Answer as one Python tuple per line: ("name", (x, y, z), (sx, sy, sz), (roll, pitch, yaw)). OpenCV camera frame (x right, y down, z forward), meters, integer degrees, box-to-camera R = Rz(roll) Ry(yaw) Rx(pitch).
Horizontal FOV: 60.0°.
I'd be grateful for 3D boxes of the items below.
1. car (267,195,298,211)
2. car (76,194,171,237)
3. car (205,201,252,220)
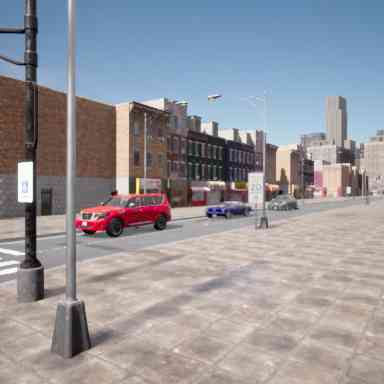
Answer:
("car", (10.034, 1.127, 36.645), (2.097, 1.767, 4.553), (0, 0, 36))
("car", (-3.415, 1.118, 17.795), (2.150, 2.045, 5.566), (0, 0, 35))
("car", (2.966, 1.430, 26.765), (1.895, 1.301, 4.718), (0, 0, 36))
